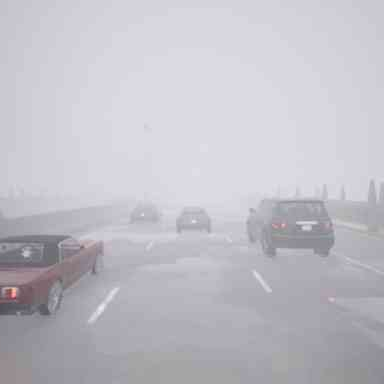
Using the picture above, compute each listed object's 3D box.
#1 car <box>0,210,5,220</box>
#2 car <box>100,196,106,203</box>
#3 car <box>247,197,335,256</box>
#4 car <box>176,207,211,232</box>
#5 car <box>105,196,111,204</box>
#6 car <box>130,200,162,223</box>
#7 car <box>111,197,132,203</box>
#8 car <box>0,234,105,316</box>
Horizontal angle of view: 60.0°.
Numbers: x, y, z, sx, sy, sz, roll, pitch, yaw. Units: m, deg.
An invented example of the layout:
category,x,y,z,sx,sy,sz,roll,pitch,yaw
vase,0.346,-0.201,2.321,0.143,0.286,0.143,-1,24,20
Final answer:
category,x,y,z,sx,sy,sz,roll,pitch,yaw
car,-14.102,1.532,21.130,2.033,1.411,5.357,0,0,0
car,-17.509,1.472,68.701,1.812,1.442,4.674,0,0,0
car,3.599,1.211,13.117,2.150,2.045,5.566,0,0,0
car,0.098,1.549,19.827,1.994,1.385,4.181,0,0,0
car,-14.027,1.554,61.617,1.895,1.301,4.718,0,0,0
car,-3.403,1.545,25.137,1.994,1.385,4.181,0,0,0
car,-10.570,1.508,52.172,2.033,1.411,5.357,0,0,1
car,-3.401,1.595,7.431,1.895,1.301,4.718,0,0,0
